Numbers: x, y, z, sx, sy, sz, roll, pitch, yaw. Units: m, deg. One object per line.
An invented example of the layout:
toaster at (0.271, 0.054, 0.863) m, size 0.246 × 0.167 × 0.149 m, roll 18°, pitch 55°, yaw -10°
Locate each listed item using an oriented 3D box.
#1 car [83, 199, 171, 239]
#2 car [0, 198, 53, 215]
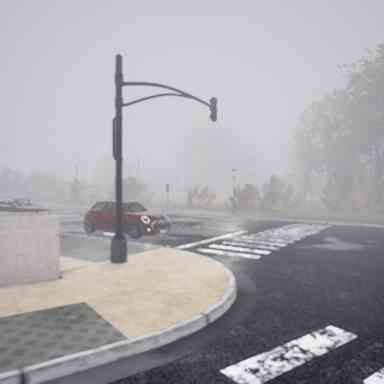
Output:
car at (-3.220, 1.199, 16.484) m, size 4.553 × 1.767 × 2.097 m, roll 1°, pitch 1°, yaw 32°
car at (-10.976, 1.167, 21.333) m, size 4.902 × 1.511 × 2.128 m, roll 1°, pitch 1°, yaw 31°
